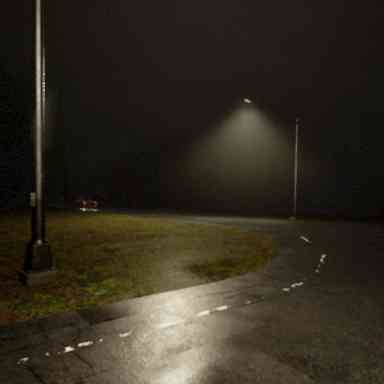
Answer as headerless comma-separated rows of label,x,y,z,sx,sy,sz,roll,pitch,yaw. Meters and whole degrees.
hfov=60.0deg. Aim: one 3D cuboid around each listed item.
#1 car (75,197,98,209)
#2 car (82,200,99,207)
car,-15.562,1.526,48.914,2.097,1.767,4.553,4,-3,-35
car,-21.096,2.326,69.042,1.994,1.385,4.181,4,-3,-35
